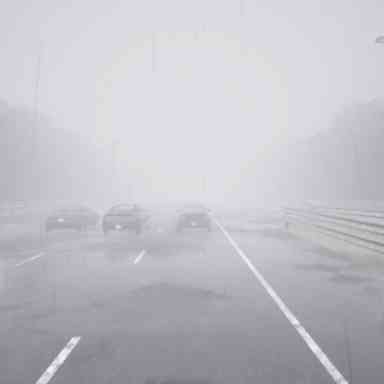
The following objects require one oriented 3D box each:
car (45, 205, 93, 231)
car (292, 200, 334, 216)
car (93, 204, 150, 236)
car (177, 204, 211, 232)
[{"bbox_3d":[-6.905,1.452,19.520,1.994,1.385,4.181,0,0,0],"label":"car"},{"bbox_3d":[10.132,1.436,28.092,1.812,1.442,4.674,0,0,-12],"label":"car"},{"bbox_3d":[-3.403,1.389,17.784,2.128,1.511,4.902,0,0,0],"label":"car"},{"bbox_3d":[0.097,1.416,19.049,1.812,1.442,4.674,0,0,0],"label":"car"}]
